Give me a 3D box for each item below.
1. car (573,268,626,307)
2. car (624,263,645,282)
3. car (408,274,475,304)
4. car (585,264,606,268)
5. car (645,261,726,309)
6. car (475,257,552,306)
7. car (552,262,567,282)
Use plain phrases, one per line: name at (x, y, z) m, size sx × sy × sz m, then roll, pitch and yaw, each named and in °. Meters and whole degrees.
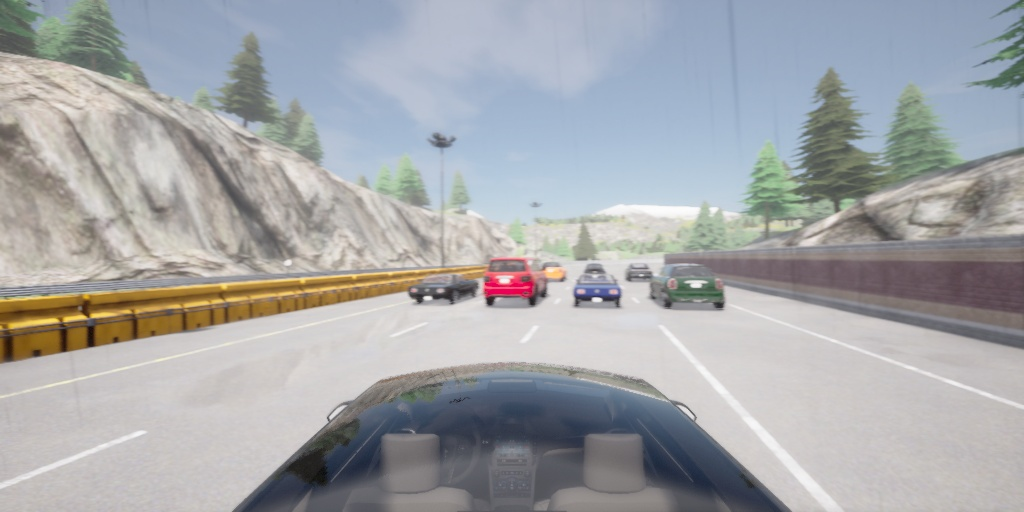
car at (3.744, 1.406, 15.886) m, size 1.895 × 1.301 × 4.718 m, roll -1°, pitch 0°, yaw 13°
car at (10.484, 1.312, 29.949) m, size 2.128 × 1.511 × 4.902 m, roll -1°, pitch 0°, yaw 13°
car at (-3.086, 1.506, 17.416) m, size 1.895 × 1.301 × 4.718 m, roll -1°, pitch 0°, yaw 13°
car at (7.068, 1.378, 30.712) m, size 1.837 × 1.490 × 4.892 m, roll -1°, pitch 0°, yaw 13°
car at (7.152, 1.105, 15.101) m, size 2.097 × 1.767 × 4.553 m, roll -1°, pitch -1°, yaw 13°
car at (0.305, 1.071, 16.575) m, size 2.150 × 2.045 × 5.566 m, roll -1°, pitch 0°, yaw 13°
car at (3.602, 1.269, 31.269) m, size 2.097 × 1.767 × 4.553 m, roll -1°, pitch -1°, yaw 13°
